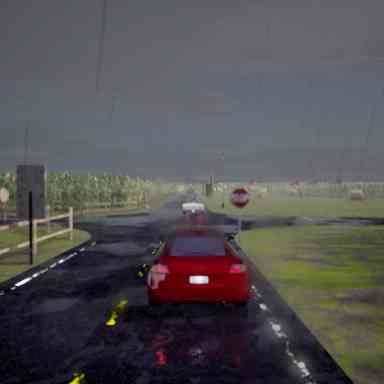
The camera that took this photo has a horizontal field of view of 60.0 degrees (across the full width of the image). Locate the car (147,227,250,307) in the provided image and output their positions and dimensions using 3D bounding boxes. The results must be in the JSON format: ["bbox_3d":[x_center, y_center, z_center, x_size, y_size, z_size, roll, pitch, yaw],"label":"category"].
[{"bbox_3d":[0.111,1.513,7.911,1.994,1.385,4.181,0,0,0],"label":"car"}]

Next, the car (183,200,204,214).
[{"bbox_3d":[0.133,1.377,31.847,1.895,1.301,4.718,0,0,0],"label":"car"}]
